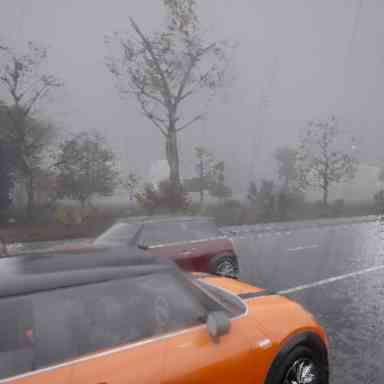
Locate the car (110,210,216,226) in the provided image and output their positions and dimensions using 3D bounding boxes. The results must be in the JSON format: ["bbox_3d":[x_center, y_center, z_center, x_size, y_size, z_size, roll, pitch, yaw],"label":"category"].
[{"bbox_3d":[-1.153,1.342,7.431,4.553,1.767,2.097,0,0,-35],"label":"car"}]

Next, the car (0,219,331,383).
[{"bbox_3d":[-0.704,1.348,3.188,4.553,1.767,2.097,0,0,-35],"label":"car"}]

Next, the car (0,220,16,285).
[{"bbox_3d":[-7.119,1.539,7.498,5.357,1.411,2.033,0,0,-36],"label":"car"}]
